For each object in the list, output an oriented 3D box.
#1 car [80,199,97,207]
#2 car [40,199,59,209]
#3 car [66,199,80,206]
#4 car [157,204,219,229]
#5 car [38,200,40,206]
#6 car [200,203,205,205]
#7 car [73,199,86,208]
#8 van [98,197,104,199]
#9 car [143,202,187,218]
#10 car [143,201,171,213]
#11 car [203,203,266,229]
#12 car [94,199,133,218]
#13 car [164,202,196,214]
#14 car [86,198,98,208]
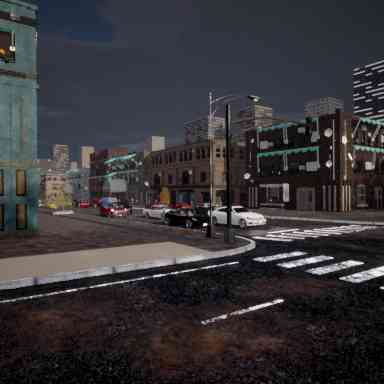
[{"bbox_3d":[-20.854,2.228,67.091,1.887,1.381,4.507,-1,0,-36],"label":"car"},{"bbox_3d":[-24.354,2.233,57.575,1.752,1.417,4.829,-1,0,-36],"label":"car"},{"bbox_3d":[-27.289,2.364,76.098,1.947,1.339,4.313,-1,0,-36],"label":"car"},{"bbox_3d":[-0.393,1.815,23.835,1.947,1.339,4.313,-2,0,-36],"label":"car"},{"bbox_3d":[-30.889,2.376,66.721,2.008,1.369,4.403,-1,0,-36],"label":"car"},{"bbox_3d":[1.673,1.810,35.566,2.008,1.369,4.403,-2,0,-36],"label":"car"},{"bbox_3d":[-20.578,2.230,62.263,1.994,1.385,4.181,-1,0,-36],"label":"car"},{"bbox_3d":[-14.422,1.907,58.083,1.690,1.788,3.998,-1,0,-36],"label":"van"},{"bbox_3d":[-2.860,1.915,31.967,1.895,1.301,4.718,-1,0,-36],"label":"car"},{"bbox_3d":[-4.762,1.966,44.573,1.802,1.307,4.206,-2,0,-36],"label":"car"},{"bbox_3d":[3.098,1.722,23.680,1.812,1.442,4.674,-1,0,-37],"label":"car"},{"bbox_3d":[-8.365,1.847,35.196,1.967,1.590,4.097,-1,0,-36],"label":"car"},{"bbox_3d":[-1.545,1.904,40.070,1.802,1.307,4.206,-2,0,-36],"label":"car"},{"bbox_3d":[-17.641,1.940,62.587,2.192,1.841,5.009,-1,0,-36],"label":"car"}]
